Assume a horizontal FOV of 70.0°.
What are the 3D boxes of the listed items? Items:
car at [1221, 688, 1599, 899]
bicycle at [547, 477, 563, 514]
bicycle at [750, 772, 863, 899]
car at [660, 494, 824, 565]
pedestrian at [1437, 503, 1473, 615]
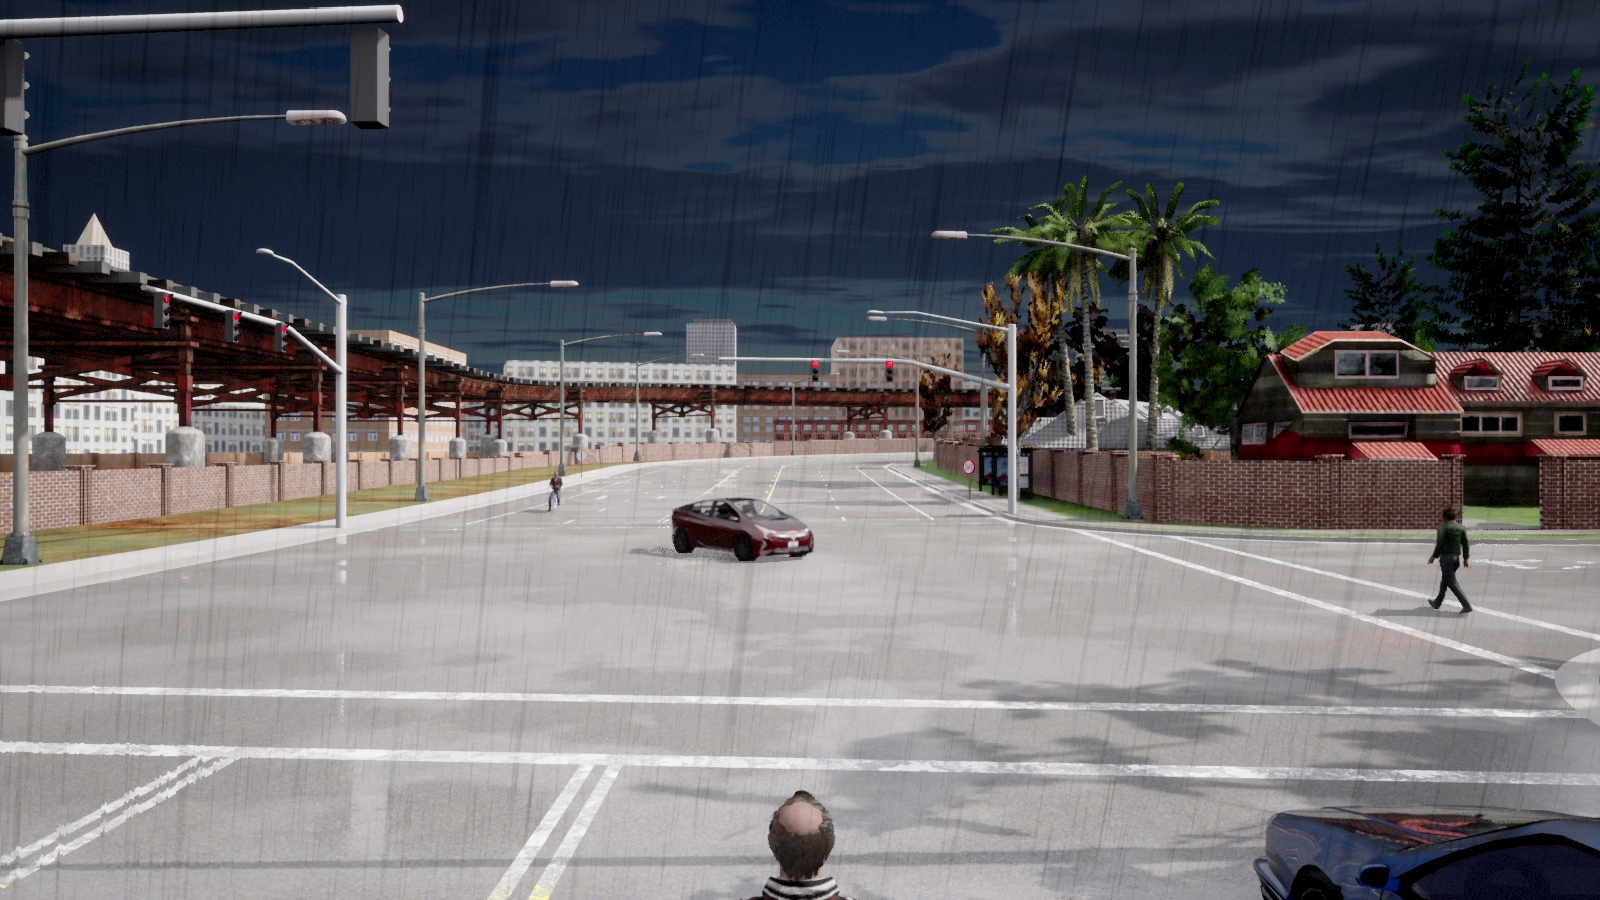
[{"bbox_3d":[3.467,2.106,4.038,2.033,1.411,5.357,0,0,1],"label":"car"},{"bbox_3d":[-10.519,1.934,49.111,0.329,1.496,1.835,0,0,0],"label":"bicycle"},{"bbox_3d":[0.019,2.048,3.681,0.329,1.496,1.835,0,0,0],"label":"bicycle"},{"bbox_3d":[-1.606,2.023,29.976,2.007,1.525,4.514,0,0,-40],"label":"car"},{"bbox_3d":[11.139,1.848,19.442,0.375,1.860,0.375,0,0,-9],"label":"pedestrian"}]
